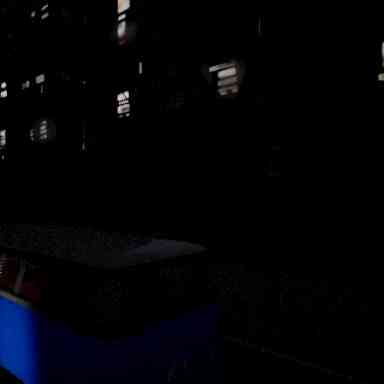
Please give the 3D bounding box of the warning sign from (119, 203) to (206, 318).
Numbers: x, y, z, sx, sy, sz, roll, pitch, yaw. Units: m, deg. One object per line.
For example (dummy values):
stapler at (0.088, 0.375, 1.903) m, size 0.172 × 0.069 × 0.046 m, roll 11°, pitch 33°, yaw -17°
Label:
warning sign at (-0.543, 1.172, 6.389) m, size 1.060 × 1.860 × 1.300 m, roll 0°, pitch -1°, yaw 39°

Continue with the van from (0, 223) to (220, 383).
van at (-1.571, 1.369, 4.165) m, size 3.998 × 1.788 × 1.690 m, roll 0°, pitch -1°, yaw 39°
